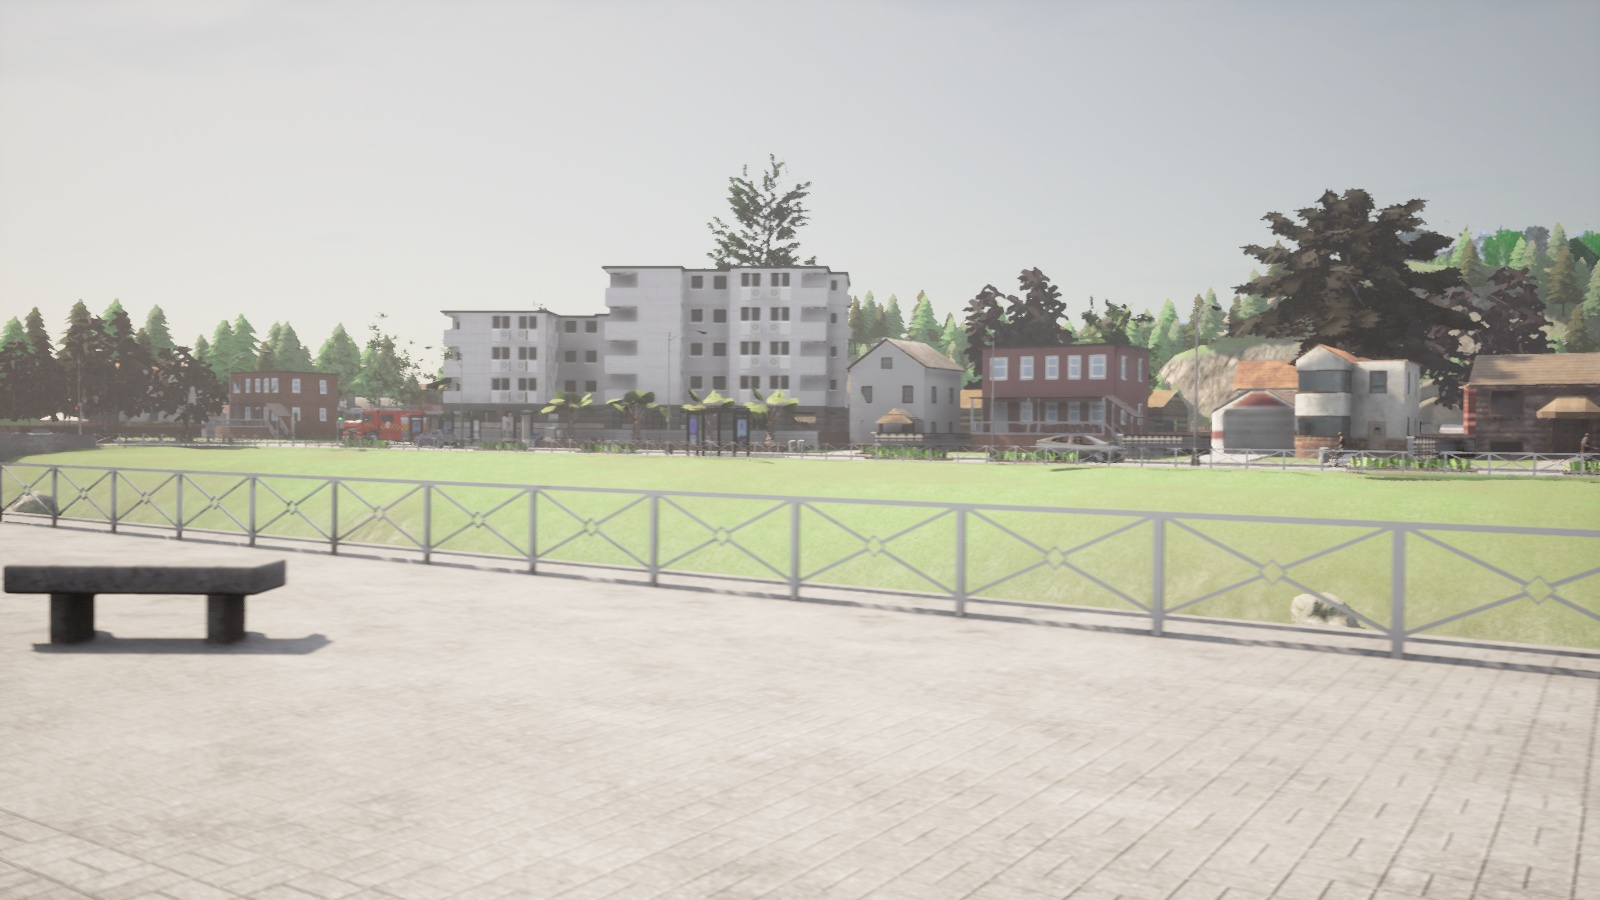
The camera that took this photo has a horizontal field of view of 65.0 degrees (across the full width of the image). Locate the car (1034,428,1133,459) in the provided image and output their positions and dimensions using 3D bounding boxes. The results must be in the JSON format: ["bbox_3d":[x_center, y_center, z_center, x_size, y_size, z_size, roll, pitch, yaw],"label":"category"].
[{"bbox_3d":[14.414,-0.325,63.908,4.514,1.525,2.007,0,1,34],"label":"car"}]

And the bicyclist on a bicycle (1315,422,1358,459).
[{"bbox_3d":[26.037,-0.466,60.983,1.843,1.776,0.659,0,1,34],"label":"bicyclist on a bicycle"}]
